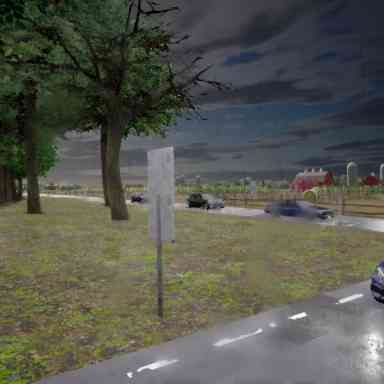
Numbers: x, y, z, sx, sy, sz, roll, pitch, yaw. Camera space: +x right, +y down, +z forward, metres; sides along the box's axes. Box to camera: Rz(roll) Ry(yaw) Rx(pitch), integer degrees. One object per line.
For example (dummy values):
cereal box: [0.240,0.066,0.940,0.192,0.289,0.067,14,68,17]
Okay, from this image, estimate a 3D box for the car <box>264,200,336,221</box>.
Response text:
car: [7.948,1.303,25.152,2.033,1.411,5.357,-1,2,-36]

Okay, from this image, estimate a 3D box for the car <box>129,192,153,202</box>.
car: [-8.088,0.813,52.348,1.994,1.385,4.181,-1,1,-35]

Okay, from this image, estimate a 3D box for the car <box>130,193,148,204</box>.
car: [-6.787,0.868,45.615,2.128,1.511,4.902,-1,1,-36]

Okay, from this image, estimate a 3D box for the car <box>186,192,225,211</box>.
car: [1.319,0.924,34.340,2.097,1.767,4.553,-1,2,-36]

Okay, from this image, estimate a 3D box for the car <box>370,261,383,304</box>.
car: [5.622,1.523,6.962,4.674,1.442,1.812,0,0,-35]
